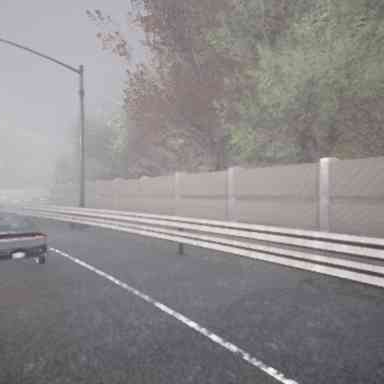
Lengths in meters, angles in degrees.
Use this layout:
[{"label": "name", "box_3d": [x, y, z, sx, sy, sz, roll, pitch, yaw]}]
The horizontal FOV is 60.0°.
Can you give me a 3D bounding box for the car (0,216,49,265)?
[{"label": "car", "box_3d": [-6.221, 1.539, 11.073, 2.128, 1.511, 4.902, 0, 0, -37]}]
